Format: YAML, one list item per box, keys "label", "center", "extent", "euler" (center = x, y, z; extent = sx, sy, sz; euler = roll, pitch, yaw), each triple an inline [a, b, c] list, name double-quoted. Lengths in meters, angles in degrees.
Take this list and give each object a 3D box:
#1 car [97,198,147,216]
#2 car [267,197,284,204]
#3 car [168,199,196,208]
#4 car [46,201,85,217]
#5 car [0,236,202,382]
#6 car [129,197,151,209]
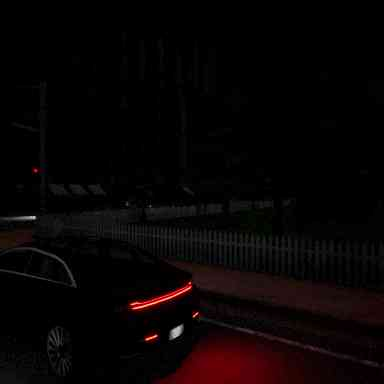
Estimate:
- label: "car"
  center: [-7.030, 1.601, 33.210]
  extent: [1.895, 1.301, 4.718]
  euler: [0, 0, 34]
- label: "car"
  center: [15.180, 1.547, 59.910]
  extent: [2.033, 1.411, 5.357]
  euler: [0, 0, 34]
- label: "car"
  center: [-1.432, 1.601, 48.131]
  extent: [1.895, 1.301, 4.718]
  euler: [0, 0, 34]
- label: "car"
  center: [-12.409, 1.564, 31.888]
  extent: [1.994, 1.385, 4.181]
  euler: [0, 0, 34]
- label: "car"
  center: [-2.153, 1.491, 5.477]
  extent: [4.902, 1.511, 2.128]
  euler: [0, 0, 36]
- label: "car"
  center: [-6.991, 1.352, 39.911]
  extent: [2.097, 1.767, 4.553]
  euler: [0, 0, 34]
